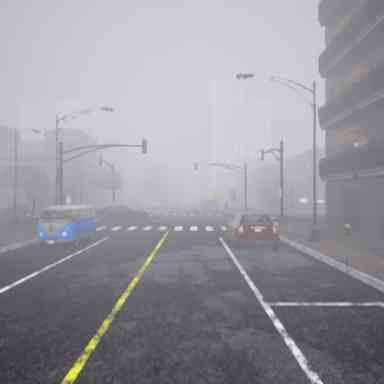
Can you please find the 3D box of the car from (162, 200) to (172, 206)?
[{"bbox_3d":[-5.686,2.443,75.470,1.887,1.381,4.507,0,-1,0],"label":"car"}]

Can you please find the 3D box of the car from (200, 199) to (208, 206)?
[{"bbox_3d":[2.694,2.426,75.622,1.752,1.417,4.829,0,-1,0],"label":"car"}]

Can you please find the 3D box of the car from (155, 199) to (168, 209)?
[{"bbox_3d":[-5.687,2.210,58.735,1.752,1.417,4.829,0,-1,0],"label":"car"}]

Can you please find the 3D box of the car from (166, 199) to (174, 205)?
[{"bbox_3d":[-5.685,2.587,86.512,1.887,1.381,4.507,0,-1,0],"label":"car"}]

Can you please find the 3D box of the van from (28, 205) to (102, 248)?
[{"bbox_3d":[-5.690,1.512,15.489,1.690,1.788,3.998,0,-1,0],"label":"van"}]

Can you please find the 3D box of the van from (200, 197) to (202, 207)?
[{"bbox_3d":[2.692,2.028,58.890,1.690,1.788,3.998,0,-1,0],"label":"van"}]

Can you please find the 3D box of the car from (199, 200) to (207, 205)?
[{"bbox_3d":[2.695,2.536,80.971,1.947,1.339,4.313,0,-1,0],"label":"car"}]

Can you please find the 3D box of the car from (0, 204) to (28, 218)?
[{"bbox_3d":[-19.102,1.975,36.034,4.097,1.590,1.967,0,0,0],"label":"car"}]

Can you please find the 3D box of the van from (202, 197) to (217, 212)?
[{"bbox_3d":[2.692,1.891,47.847,1.690,1.788,3.998,0,-1,0],"label":"van"}]

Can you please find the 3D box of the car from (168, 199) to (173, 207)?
[{"bbox_3d":[-5.687,2.267,69.950,1.967,1.590,4.097,0,-1,0],"label":"car"}]

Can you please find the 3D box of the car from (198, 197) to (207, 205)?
[{"bbox_3d":[2.694,2.357,86.497,2.192,1.841,5.009,0,-1,0],"label":"car"}]

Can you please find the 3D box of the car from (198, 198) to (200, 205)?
[{"bbox_3d":[2.694,2.301,64.408,1.887,1.381,4.507,0,-1,0],"label":"car"}]

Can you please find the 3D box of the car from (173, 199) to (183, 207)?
[{"bbox_3d":[-2.994,2.319,71.057,1.882,1.535,5.008,0,-1,0],"label":"car"}]

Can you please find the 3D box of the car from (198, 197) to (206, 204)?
[{"bbox_3d":[2.695,2.431,92.019,2.192,1.841,5.009,0,-1,0],"label":"car"}]

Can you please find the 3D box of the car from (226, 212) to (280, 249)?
[{"bbox_3d":[2.691,1.610,15.468,1.967,1.590,4.097,0,-1,0],"label":"car"}]

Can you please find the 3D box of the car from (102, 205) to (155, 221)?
[{"bbox_3d":[-6.434,1.878,30.254,5.357,1.411,2.033,0,-1,0],"label":"car"}]
